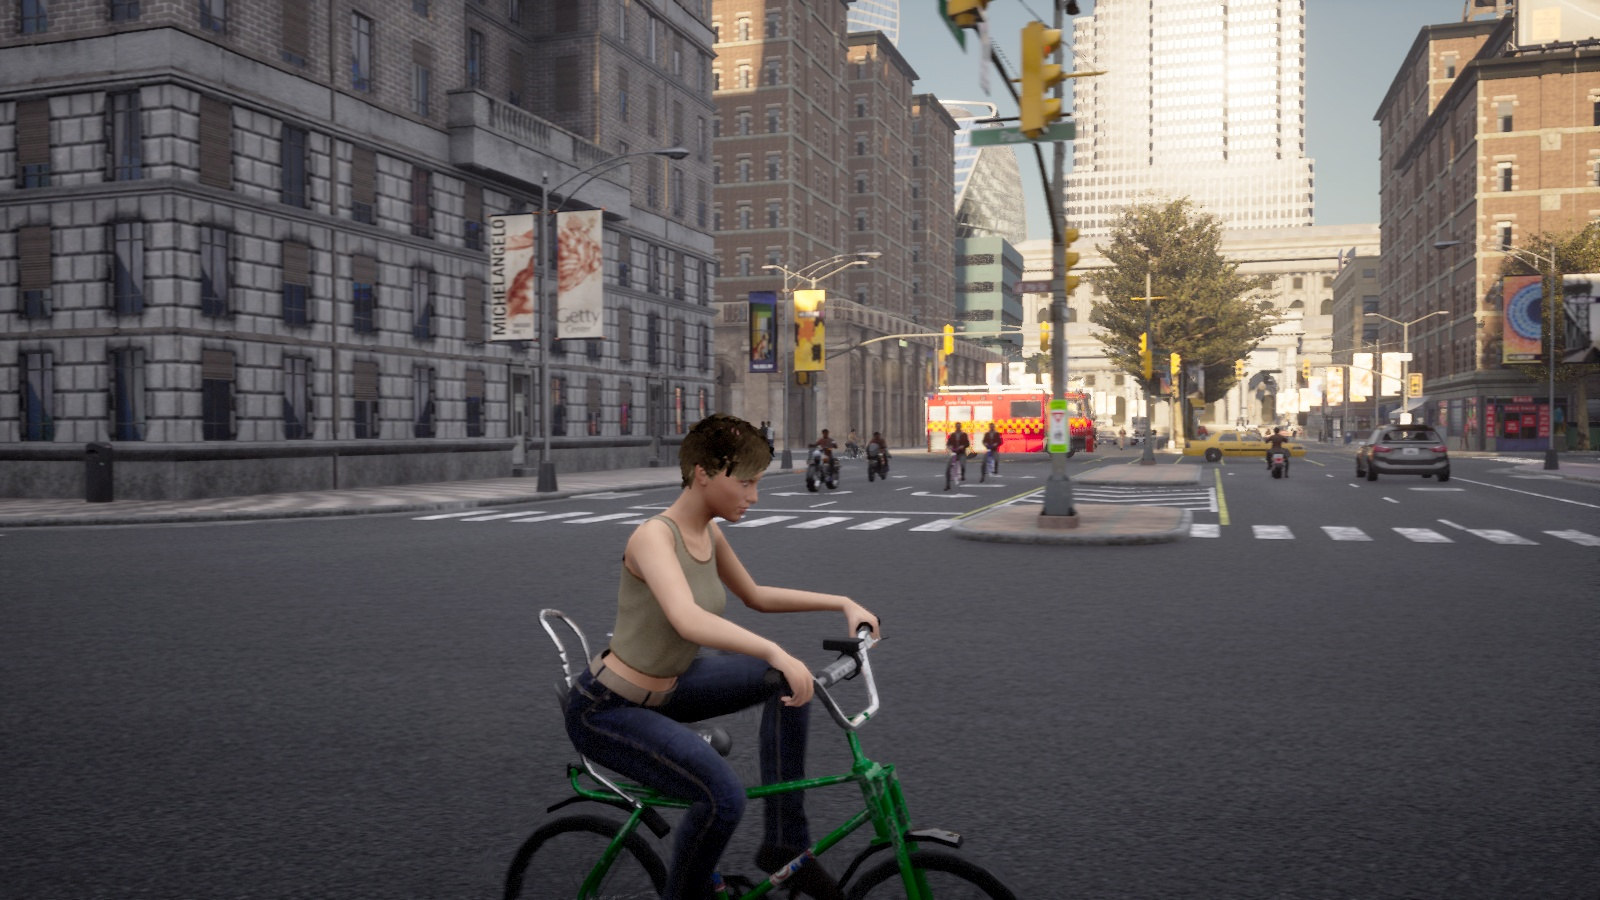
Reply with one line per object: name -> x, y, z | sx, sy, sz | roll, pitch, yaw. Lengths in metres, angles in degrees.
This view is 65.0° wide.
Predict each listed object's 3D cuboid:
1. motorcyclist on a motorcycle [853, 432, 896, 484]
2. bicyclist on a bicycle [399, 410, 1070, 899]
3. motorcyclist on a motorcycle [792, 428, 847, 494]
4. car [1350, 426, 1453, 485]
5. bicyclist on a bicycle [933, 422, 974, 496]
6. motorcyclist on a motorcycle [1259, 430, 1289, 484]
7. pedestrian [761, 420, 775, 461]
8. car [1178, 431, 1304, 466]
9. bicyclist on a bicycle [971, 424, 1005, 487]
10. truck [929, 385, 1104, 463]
motorcyclist on a motorcycle -> 2.267, 0.212, 37.812 | 0.797, 1.523, 2.044 | 1, 1, 18
bicyclist on a bicycle -> -0.127, 0.711, 3.240 | 1.509, 1.612, 0.866 | 1, 1, 19
motorcyclist on a motorcycle -> 0.524, 0.259, 32.484 | 0.766, 1.649, 2.350 | 1, 1, 18
car -> 18.152, 0.128, 38.131 | 2.242, 1.667, 4.611 | 1, 1, 18
bicyclist on a bicycle -> 3.834, 0.210, 31.345 | 0.659, 1.776, 1.843 | 1, 1, 18
motorcyclist on a motorcycle -> 14.993, 0.197, 39.727 | 0.766, 1.649, 2.350 | 1, 1, 18
pedestrian -> -1.477, -0.445, 57.611 | 0.354, 1.836, 0.706 | 0, 1, -29
car -> 20.249, -0.085, 57.849 | 5.366, 1.575, 1.801 | 1, 1, 18
bicyclist on a bicycle -> 5.422, 0.138, 36.198 | 0.659, 1.776, 1.843 | 1, 1, 18
truck -> 11.116, -1.328, 64.439 | 8.468, 3.827, 2.891 | 1, 1, 18
